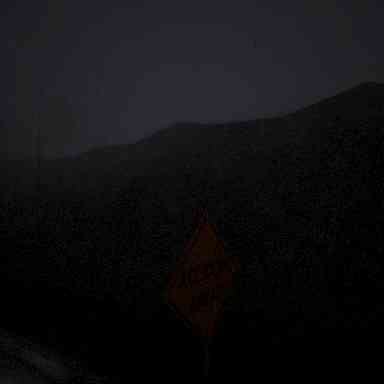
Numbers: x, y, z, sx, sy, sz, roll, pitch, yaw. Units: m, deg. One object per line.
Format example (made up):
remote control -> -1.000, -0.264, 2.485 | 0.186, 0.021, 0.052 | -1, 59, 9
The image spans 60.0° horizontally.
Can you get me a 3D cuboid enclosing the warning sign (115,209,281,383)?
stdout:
warning sign -> 0.113, 1.132, 3.235 | 1.060, 1.860, 1.300 | -1, 0, 35
